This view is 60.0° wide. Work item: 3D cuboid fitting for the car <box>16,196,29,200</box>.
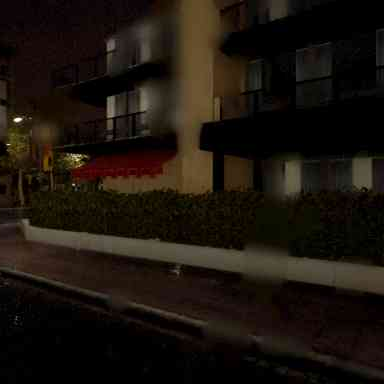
[{"bbox_3d":[-36.129,1.481,67.948,4.892,1.521,2.231,0,0,36],"label":"car"}]
